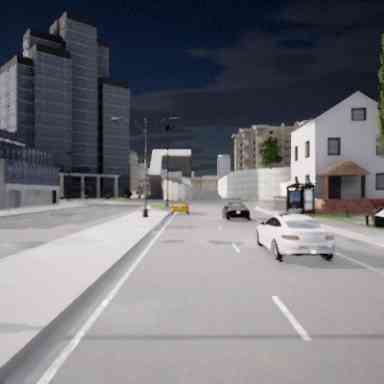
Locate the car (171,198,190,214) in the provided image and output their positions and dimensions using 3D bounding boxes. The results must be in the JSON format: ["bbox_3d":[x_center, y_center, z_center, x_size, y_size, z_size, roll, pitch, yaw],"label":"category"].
[{"bbox_3d":[-1.217,1.433,34.479,1.801,1.575,5.366,0,0,0],"label":"car"}]

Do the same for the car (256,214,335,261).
[{"bbox_3d":[3.588,1.517,12.148,1.812,1.442,4.674,0,0,0],"label":"car"}]

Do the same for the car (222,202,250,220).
[{"bbox_3d":[3.606,1.545,27.807,1.994,1.385,4.181,0,0,0],"label":"car"}]
